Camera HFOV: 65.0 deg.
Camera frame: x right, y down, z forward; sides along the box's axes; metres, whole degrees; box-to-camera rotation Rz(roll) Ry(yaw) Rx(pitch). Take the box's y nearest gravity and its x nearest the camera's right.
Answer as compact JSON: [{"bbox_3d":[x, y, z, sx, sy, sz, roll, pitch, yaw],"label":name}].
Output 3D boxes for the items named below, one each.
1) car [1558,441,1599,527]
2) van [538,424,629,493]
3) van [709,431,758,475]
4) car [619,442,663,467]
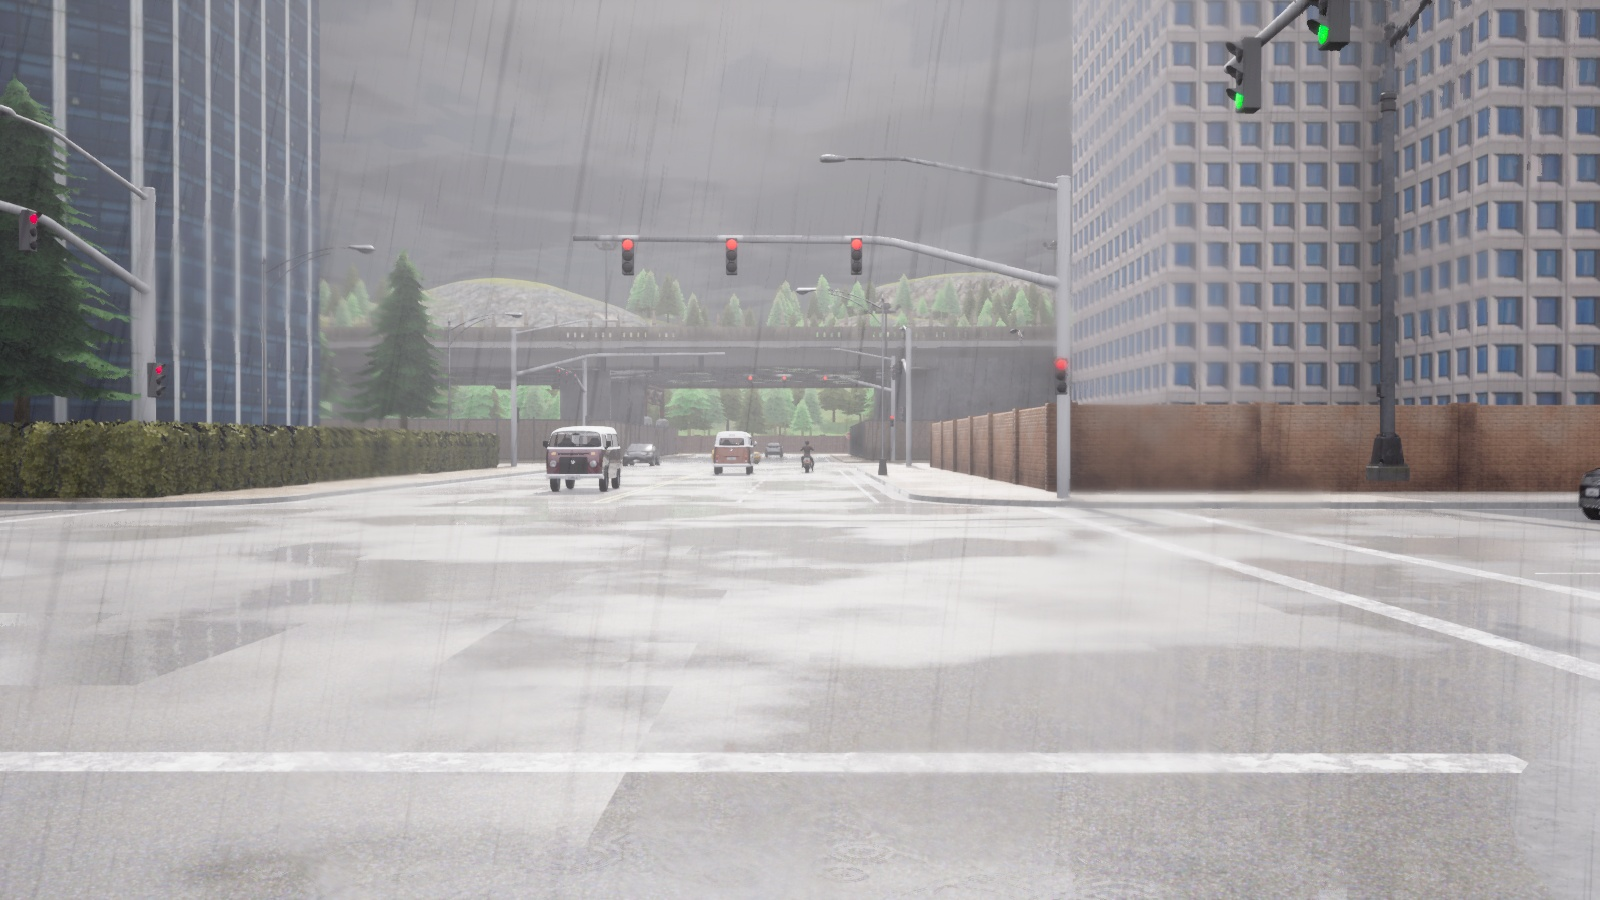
[{"bbox_3d":[16.267,0.609,22.959,3.705,1.549,1.789,0,0,1],"label":"car"},{"bbox_3d":[-6.770,0.240,39.687,2.069,2.038,4.480,0,0,0],"label":"van"},{"bbox_3d":[-3.158,0.126,60.408,2.069,2.038,4.480,0,0,0],"label":"van"},{"bbox_3d":[-10.054,0.264,79.719,2.163,1.488,4.792,0,0,0],"label":"car"}]
